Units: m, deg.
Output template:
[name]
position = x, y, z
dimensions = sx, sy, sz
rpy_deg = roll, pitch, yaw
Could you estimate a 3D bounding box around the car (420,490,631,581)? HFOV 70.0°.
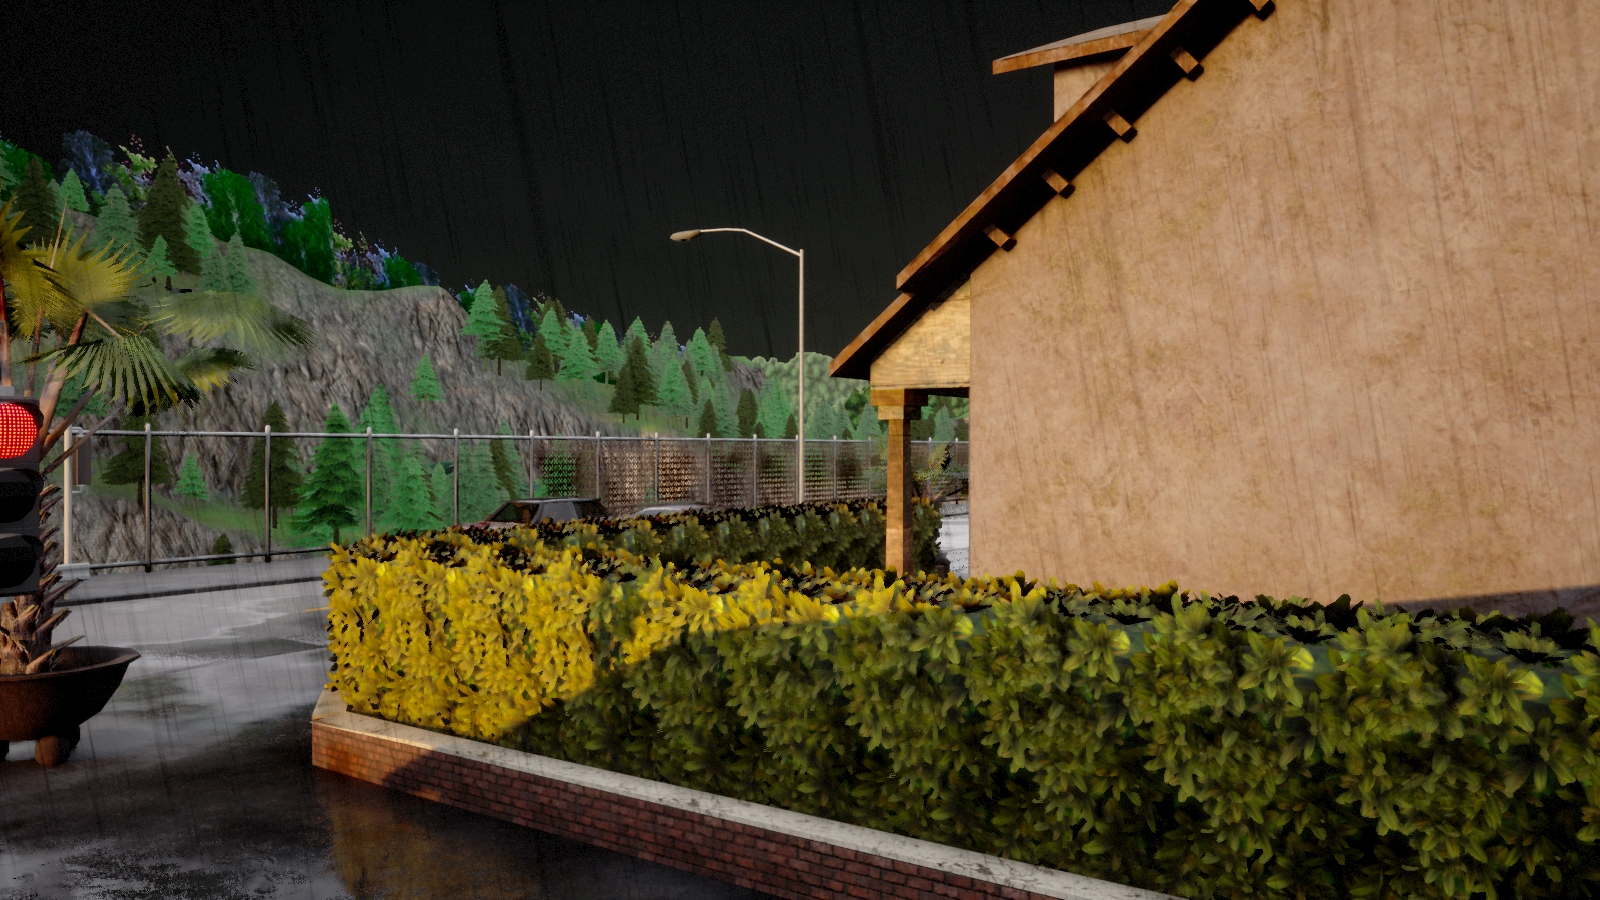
[car]
position = -6.312, 1.906, 26.765
dimensions = 2.097, 1.767, 4.553
rpy_deg = 0, 0, 35
